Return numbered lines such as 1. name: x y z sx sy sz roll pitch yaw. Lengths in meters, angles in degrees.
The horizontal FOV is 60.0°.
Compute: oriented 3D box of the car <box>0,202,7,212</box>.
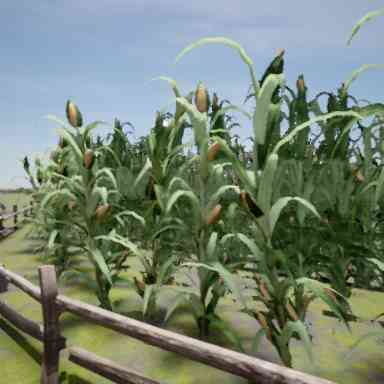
1. car: -20.303 1.421 32.147 1.994 1.385 4.181 -1 1 32
